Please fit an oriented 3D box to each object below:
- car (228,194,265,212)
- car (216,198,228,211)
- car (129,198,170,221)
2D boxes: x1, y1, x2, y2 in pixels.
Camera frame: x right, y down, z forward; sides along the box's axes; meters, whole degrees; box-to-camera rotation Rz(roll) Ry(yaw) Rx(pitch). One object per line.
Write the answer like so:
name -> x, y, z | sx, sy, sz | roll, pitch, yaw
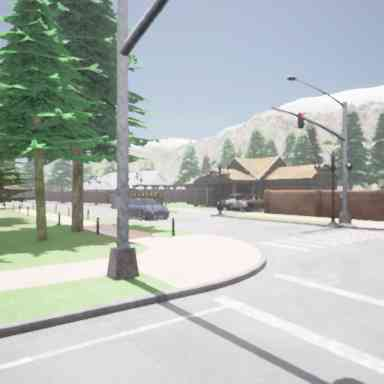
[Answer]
car -> 6.429, 1.122, 34.932 | 4.605, 1.855, 1.932 | 0, 0, -37
car -> 4.609, 1.125, 36.709 | 3.866, 1.878, 1.905 | 0, 0, -37
car -> -3.728, 1.316, 27.086 | 2.097, 1.767, 4.553 | 0, 0, -37
